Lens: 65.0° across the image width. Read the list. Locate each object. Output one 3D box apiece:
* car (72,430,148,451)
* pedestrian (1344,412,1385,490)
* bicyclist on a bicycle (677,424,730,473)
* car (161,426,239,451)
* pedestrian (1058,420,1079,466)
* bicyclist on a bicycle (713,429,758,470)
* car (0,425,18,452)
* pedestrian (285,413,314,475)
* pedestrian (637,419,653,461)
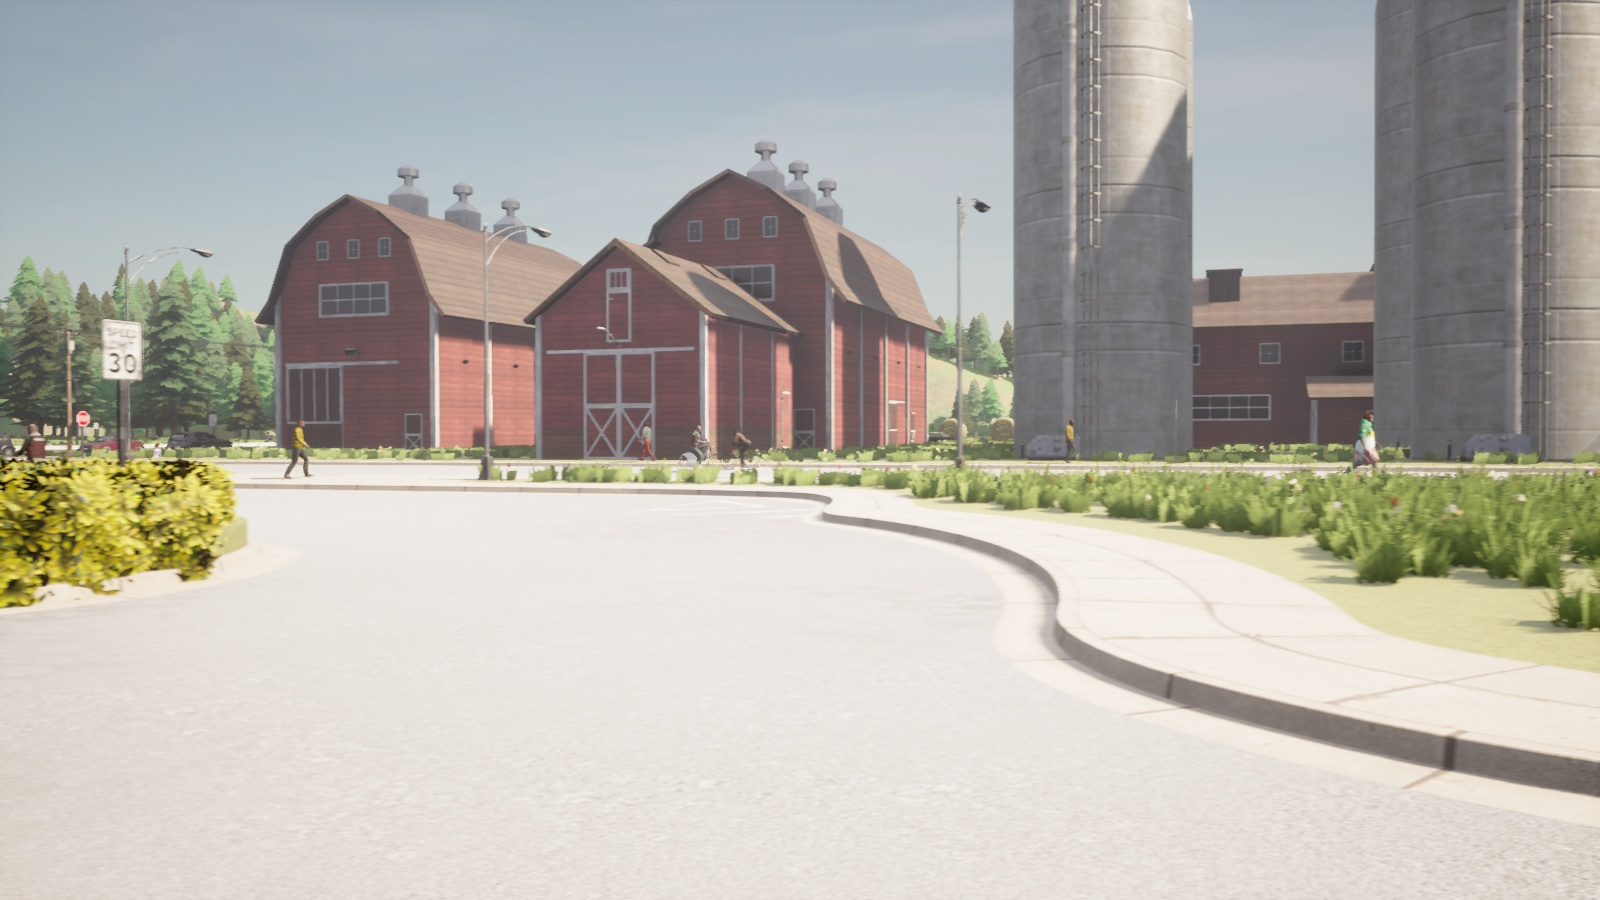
[{"bbox_3d":[-46.339,-0.636,84.449,1.994,1.385,4.181,1,1,20],"label":"car"},{"bbox_3d":[14.366,0.024,31.966,0.873,1.952,0.659,0,1,17],"label":"pedestrian"},{"bbox_3d":[-3.582,-0.060,46.422,1.843,1.776,0.659,0,1,18],"label":"bicyclist on a bicycle"},{"bbox_3d":[-41.664,-0.798,87.319,2.033,1.649,4.856,1,1,19],"label":"car"},{"bbox_3d":[10.878,-0.294,50.871,0.726,1.835,0.370,1,1,35],"label":"pedestrian"},{"bbox_3d":[-2.553,-0.027,49.768,1.656,1.620,0.582,0,1,18],"label":"bicyclist on a bicycle"},{"bbox_3d":[-49.449,-0.669,75.385,1.851,1.617,3.988,1,1,19],"label":"car"},{"bbox_3d":[-15.011,-0.171,37.640,0.709,1.840,0.431,0,1,-4],"label":"pedestrian"},{"bbox_3d":[-6.874,-0.434,55.562,0.614,1.847,0.353,1,1,27],"label":"pedestrian"}]
